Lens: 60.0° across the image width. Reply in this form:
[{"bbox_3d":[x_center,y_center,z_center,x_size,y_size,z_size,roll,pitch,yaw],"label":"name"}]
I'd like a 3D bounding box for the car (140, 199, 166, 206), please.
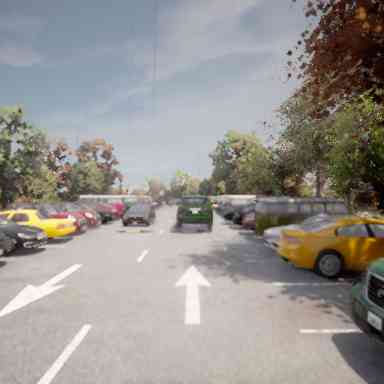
[{"bbox_3d":[-8.224,2.240,70.782,5.366,1.575,1.946,0,-1,0],"label":"car"}]

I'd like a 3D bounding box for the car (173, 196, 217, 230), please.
[{"bbox_3d":[0.139,1.247,21.427,2.150,2.045,5.566,1,-1,-1],"label":"car"}]

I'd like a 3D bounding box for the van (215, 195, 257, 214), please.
[{"bbox_3d":[4.924,1.381,37.331,4.442,1.987,1.878,0,-1,0],"label":"van"}]

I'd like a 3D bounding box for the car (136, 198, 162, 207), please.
[{"bbox_3d":[-8.008,1.925,62.469,4.553,1.767,2.185,0,-1,0],"label":"car"}]

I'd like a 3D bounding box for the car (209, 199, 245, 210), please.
[{"bbox_3d":[5.036,1.801,48.406,5.008,1.535,2.097,0,-1,0],"label":"car"}]

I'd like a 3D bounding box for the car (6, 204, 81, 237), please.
[{"bbox_3d":[-8.225,1.500,15.300,5.366,1.575,1.946,0,0,0],"label":"car"}]

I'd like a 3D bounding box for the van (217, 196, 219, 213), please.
[{"bbox_3d":[4.924,1.302,31.940,4.442,1.987,1.878,0,-1,0],"label":"van"}]

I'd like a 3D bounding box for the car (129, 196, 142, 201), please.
[{"bbox_3d":[-8.011,1.276,31.958,5.566,2.045,2.435,0,0,0],"label":"car"}]

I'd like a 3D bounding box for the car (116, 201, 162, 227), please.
[{"bbox_3d":[-3.598,1.582,23.654,2.033,1.411,5.357,0,0,0],"label":"car"}]

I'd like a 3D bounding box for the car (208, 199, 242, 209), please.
[{"bbox_3d":[5.036,1.852,51.301,5.008,1.535,2.097,0,-1,0],"label":"car"}]

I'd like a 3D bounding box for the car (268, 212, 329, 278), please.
[{"bbox_3d":[5.035,1.495,9.646,5.008,1.535,2.097,0,0,0],"label":"car"}]

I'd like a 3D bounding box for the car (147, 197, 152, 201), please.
[{"bbox_3d":[-8.069,1.736,43.042,4.792,1.488,2.163,0,-1,0],"label":"car"}]

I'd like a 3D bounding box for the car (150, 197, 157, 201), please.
[{"bbox_3d":[-8.034,1.804,48.592,5.008,1.535,2.097,0,-1,0],"label":"car"}]

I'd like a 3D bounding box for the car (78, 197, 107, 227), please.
[{"bbox_3d":[-8.071,1.385,20.853,4.553,1.767,2.185,0,0,0],"label":"car"}]

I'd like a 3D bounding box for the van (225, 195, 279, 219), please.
[{"bbox_3d":[5.157,1.298,29.037,4.442,1.987,1.878,0,0,0],"label":"van"}]

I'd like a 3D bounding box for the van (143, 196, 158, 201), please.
[{"bbox_3d":[-7.922,1.627,51.372,4.442,1.987,1.878,0,-1,0],"label":"van"}]

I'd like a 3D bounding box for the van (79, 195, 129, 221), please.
[{"bbox_3d":[-8.156,1.297,29.182,4.442,1.987,1.878,0,0,0],"label":"van"}]

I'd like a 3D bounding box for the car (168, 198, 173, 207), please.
[{"bbox_3d":[-3.511,1.990,65.722,2.097,1.767,4.553,0,-1,0],"label":"car"}]

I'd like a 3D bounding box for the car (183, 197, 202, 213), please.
[{"bbox_3d":[0.102,1.512,39.250,2.097,1.767,4.553,0,-1,0],"label":"car"}]

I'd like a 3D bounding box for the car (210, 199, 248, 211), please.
[{"bbox_3d":[5.035,1.754,45.636,4.892,1.521,2.231,0,-1,0],"label":"car"}]

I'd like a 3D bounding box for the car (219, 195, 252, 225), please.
[{"bbox_3d":[5.012,1.264,23.622,5.566,2.045,2.435,0,0,0],"label":"car"}]

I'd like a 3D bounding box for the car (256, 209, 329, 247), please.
[{"bbox_3d":[5.043,1.539,12.540,4.674,1.452,2.002,0,0,0],"label":"car"}]

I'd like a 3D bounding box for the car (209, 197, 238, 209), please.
[{"bbox_3d":[5.009,1.773,53.948,4.553,1.767,2.185,0,-1,0],"label":"car"}]

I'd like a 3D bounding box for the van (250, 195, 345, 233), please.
[{"bbox_3d":[5.157,1.277,15.312,4.442,1.987,1.878,0,0,0],"label":"van"}]

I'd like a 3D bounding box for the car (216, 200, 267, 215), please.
[{"bbox_3d":[5.046,1.558,34.558,5.008,1.535,2.097,0,-1,0],"label":"car"}]

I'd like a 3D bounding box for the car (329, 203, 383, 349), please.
[{"bbox_3d":[5.012,1.235,4.105,5.566,2.045,2.435,0,0,0],"label":"car"}]

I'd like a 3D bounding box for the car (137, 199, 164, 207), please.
[{"bbox_3d":[-8.033,2.107,65.243,5.008,1.535,2.097,0,-1,0],"label":"car"}]

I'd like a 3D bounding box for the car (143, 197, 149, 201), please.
[{"bbox_3d":[-8.037,1.698,40.264,4.674,1.452,2.002,0,-1,0],"label":"car"}]

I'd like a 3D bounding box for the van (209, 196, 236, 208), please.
[{"bbox_3d":[5.158,1.722,56.719,4.442,1.987,1.878,0,-1,0],"label":"van"}]

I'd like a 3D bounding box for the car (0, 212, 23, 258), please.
[{"bbox_3d":[-8.033,1.495,9.748,4.892,1.521,2.231,0,0,0],"label":"car"}]

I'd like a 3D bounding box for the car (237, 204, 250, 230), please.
[{"bbox_3d":[5.038,1.547,17.955,4.674,1.452,2.002,0,0,0],"label":"car"}]

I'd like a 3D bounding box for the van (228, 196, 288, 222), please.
[{"bbox_3d":[5.157,1.294,26.392,4.442,1.987,1.878,0,0,0],"label":"van"}]

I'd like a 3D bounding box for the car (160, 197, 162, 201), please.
[{"bbox_3d":[-8.010,1.980,56.919,4.792,1.488,2.163,0,-1,0],"label":"car"}]

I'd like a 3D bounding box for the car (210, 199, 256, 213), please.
[{"bbox_3d":[4.856,1.653,40.095,5.366,1.575,1.946,0,-1,0],"label":"car"}]

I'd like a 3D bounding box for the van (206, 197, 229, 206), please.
[{"bbox_3d":[5.158,1.943,67.916,4.442,1.987,1.878,0,-1,0],"label":"van"}]

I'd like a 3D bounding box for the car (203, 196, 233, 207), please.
[{"bbox_3d":[5.069,1.850,65.026,5.566,2.045,2.435,0,-1,0],"label":"car"}]

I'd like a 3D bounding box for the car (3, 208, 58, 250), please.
[{"bbox_3d":[-8.046,1.500,12.524,4.892,1.521,2.231,0,0,0],"label":"car"}]

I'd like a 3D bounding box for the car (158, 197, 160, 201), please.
[{"bbox_3d":[-8.037,1.942,54.144,4.674,1.452,2.002,0,-1,0],"label":"car"}]

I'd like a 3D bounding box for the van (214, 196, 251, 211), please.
[{"bbox_3d":[5.158,1.478,42.870,4.442,1.987,1.878,0,-1,0],"label":"van"}]

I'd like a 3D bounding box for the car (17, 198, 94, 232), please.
[{"bbox_3d":[-8.071,1.381,18.077,4.553,1.767,2.185,0,0,0],"label":"car"}]

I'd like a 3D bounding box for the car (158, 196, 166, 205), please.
[{"bbox_3d":[-8.067,1.748,59.700,5.566,2.045,2.435,0,-1,0],"label":"car"}]
